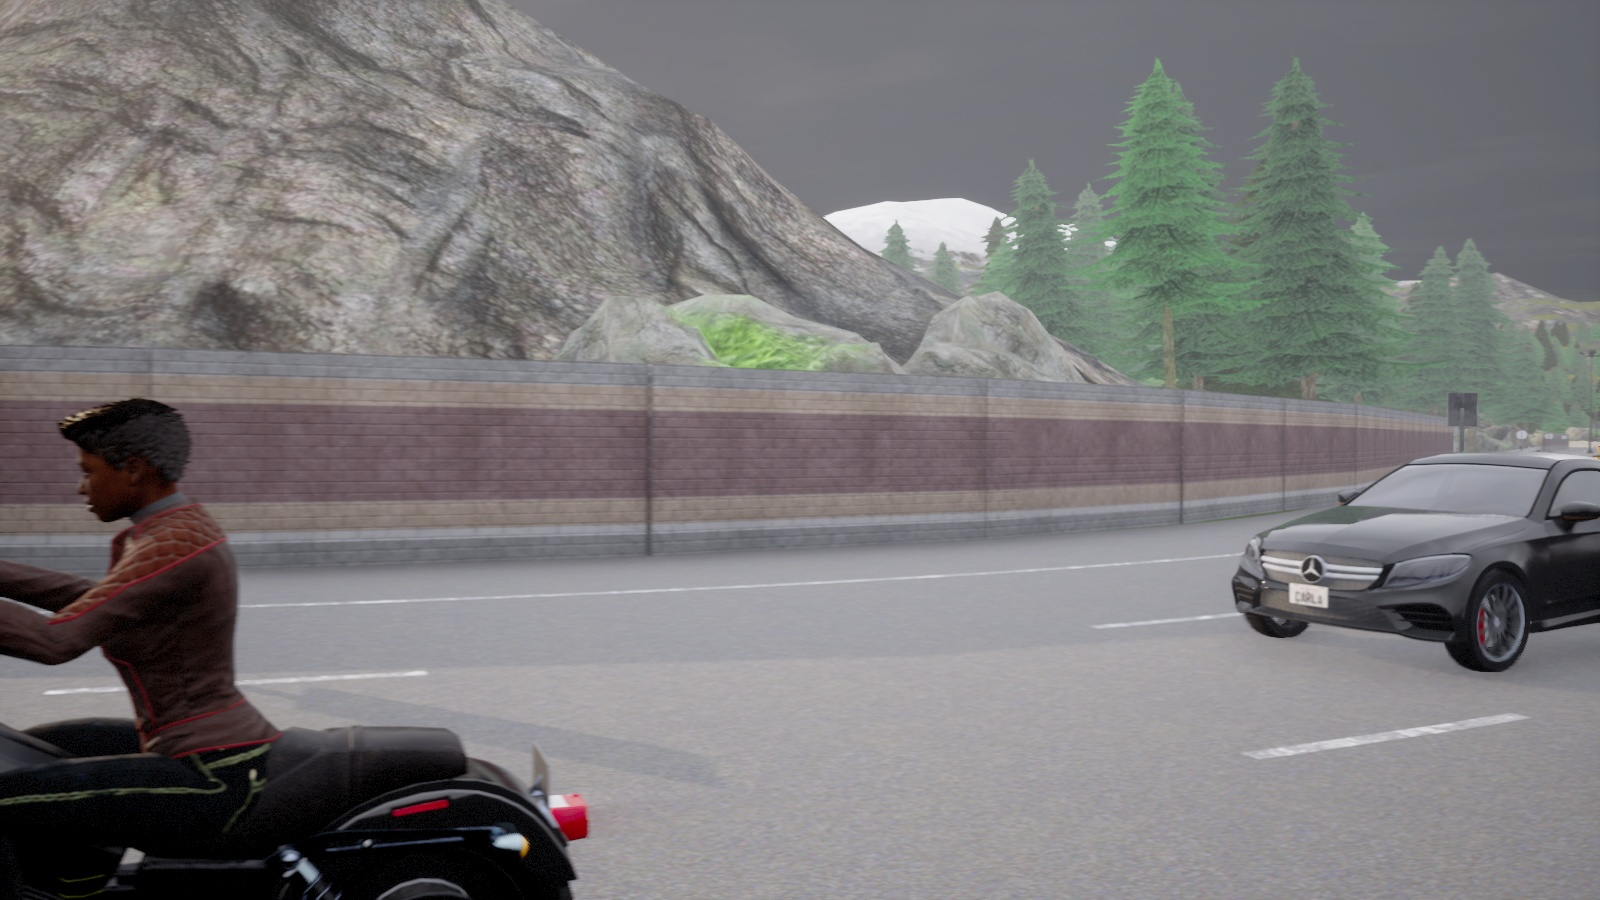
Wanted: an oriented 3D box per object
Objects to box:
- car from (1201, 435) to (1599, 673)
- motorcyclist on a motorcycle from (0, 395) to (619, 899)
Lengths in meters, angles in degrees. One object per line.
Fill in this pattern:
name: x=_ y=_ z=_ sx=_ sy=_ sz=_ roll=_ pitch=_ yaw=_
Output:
car: x=5.446 y=0.625 z=9.872 sx=4.674 sy=1.442 sz=1.812 roll=-1 pitch=1 yaw=-33
motorcyclist on a motorcycle: x=-1.622 y=0.730 z=2.616 sx=2.350 sy=1.649 sz=0.766 roll=-1 pitch=0 yaw=-20
